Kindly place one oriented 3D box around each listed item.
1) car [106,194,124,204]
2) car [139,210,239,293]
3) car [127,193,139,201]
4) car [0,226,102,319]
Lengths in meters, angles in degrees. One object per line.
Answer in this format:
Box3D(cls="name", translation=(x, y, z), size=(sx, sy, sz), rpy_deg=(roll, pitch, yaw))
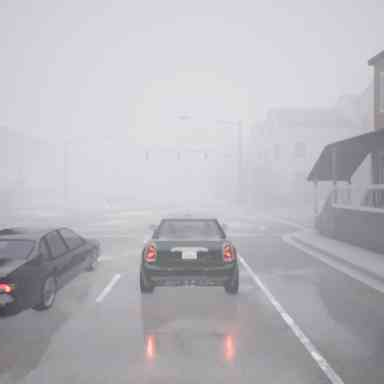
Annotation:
Box3D(cls="car", translation=(-11.508, 1.027, 50.048), size=(1.882, 1.535, 5.008), rpy_deg=(0, 1, -1))
Box3D(cls="car", translation=(-0.079, 1.272, 8.822), size=(2.097, 1.767, 4.553), rpy_deg=(0, 1, -1))
Box3D(cls="car", translation=(-11.736, 0.932, 66.065), size=(1.812, 1.442, 4.674), rpy_deg=(0, 1, -1))
Box3D(cls="car", translation=(-3.559, 1.479, 7.513), size=(2.033, 1.411, 5.357), rpy_deg=(0, 1, -1))
